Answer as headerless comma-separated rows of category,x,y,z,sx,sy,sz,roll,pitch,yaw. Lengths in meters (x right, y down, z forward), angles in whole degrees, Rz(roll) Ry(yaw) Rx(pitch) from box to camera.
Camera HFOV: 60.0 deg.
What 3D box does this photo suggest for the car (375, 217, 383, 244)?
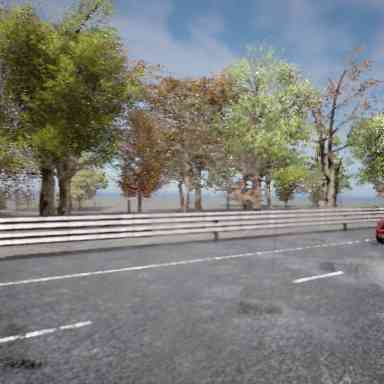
car,10.703,1.532,15.578,4.553,1.767,2.097,1,0,-32
